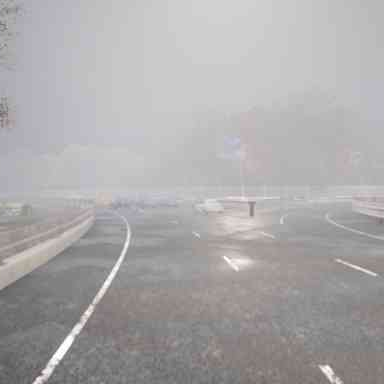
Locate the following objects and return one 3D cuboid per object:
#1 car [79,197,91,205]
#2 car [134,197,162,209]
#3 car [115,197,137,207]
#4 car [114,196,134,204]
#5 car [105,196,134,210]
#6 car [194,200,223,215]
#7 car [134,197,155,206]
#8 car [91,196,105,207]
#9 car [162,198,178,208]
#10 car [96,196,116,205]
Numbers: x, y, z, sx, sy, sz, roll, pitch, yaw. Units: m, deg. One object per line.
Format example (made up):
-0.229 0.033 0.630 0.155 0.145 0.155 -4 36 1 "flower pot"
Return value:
-18.909 1.612 59.979 1.812 1.442 4.674 0 0 -37 "car"
-6.183 1.554 44.509 2.033 1.411 5.357 0 0 -25 "car"
-10.559 1.535 53.157 1.837 1.490 4.892 0 0 -32 "car"
-13.138 1.575 63.941 1.812 1.442 4.674 0 0 -37 "car"
-9.471 1.383 43.297 2.097 1.767 4.553 0 0 -25 "car"
1.649 1.487 33.420 1.812 1.442 4.674 0 0 -17 "car"
-8.011 1.574 55.762 1.994 1.385 4.181 0 0 -32 "car"
-13.586 1.530 51.397 1.882 1.535 5.008 0 0 -32 "car"
-3.485 1.549 47.050 1.994 1.385 4.181 0 0 -25 "car"
-16.024 1.545 61.960 1.882 1.535 5.008 0 0 -37 "car"
